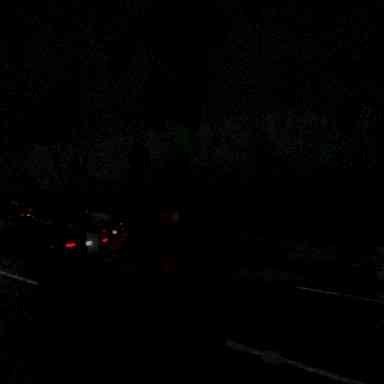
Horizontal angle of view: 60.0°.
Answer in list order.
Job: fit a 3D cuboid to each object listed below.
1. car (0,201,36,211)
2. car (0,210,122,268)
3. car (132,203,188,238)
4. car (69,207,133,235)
[{"bbox_3d":[-14.613,1.542,27.239,4.892,1.490,1.837,0,0,37],"label":"car"},{"bbox_3d":[-5.025,1.561,11.311,5.357,1.411,2.033,0,0,37],"label":"car"},{"bbox_3d":[-2.498,1.367,18.189,4.553,1.767,2.097,0,0,37],"label":"car"},{"bbox_3d":[-5.192,1.543,15.841,4.674,1.442,1.812,0,0,37],"label":"car"}]
